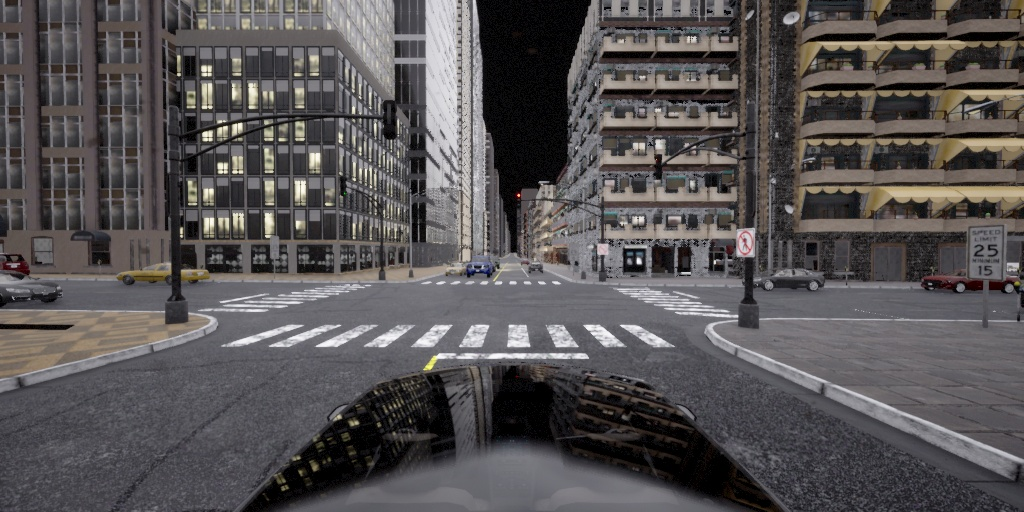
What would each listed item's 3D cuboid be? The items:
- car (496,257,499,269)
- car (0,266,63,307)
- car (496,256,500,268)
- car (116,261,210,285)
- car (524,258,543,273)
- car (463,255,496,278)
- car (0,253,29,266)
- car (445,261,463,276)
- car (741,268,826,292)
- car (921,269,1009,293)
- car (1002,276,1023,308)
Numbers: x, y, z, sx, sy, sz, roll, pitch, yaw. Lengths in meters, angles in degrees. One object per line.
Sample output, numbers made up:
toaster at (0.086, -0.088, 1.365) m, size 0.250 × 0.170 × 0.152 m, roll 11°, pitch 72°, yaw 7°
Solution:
car at (-3.024, 1.215, 44.829) m, size 1.882 × 1.535 × 5.008 m, roll 0°, pitch 0°, yaw 0°
car at (-20.267, 1.204, 13.938) m, size 4.403 × 1.370 × 2.007 m, roll 0°, pitch 0°, yaw 1°
car at (-3.004, 0.957, 55.385) m, size 2.150 × 2.045 × 5.566 m, roll 0°, pitch 0°, yaw 0°
car at (-21.634, 1.029, 22.274) m, size 4.829 × 1.417 × 1.751 m, roll 0°, pitch 0°, yaw 1°
car at (2.755, 1.289, 42.207) m, size 2.007 × 1.370 × 4.403 m, roll 0°, pitch 0°, yaw 0°
car at (-3.047, 0.962, 34.698) m, size 2.150 × 2.045 × 5.566 m, roll 0°, pitch 0°, yaw 0°
car at (-33.581, 0.712, 22.498) m, size 5.009 × 1.841 × 2.192 m, roll 0°, pitch 0°, yaw 1°
car at (-5.635, 1.265, 36.396) m, size 1.751 × 1.417 × 4.829 m, roll 0°, pitch 0°, yaw 0°
car at (16.340, 1.375, 21.714) m, size 4.403 × 1.370 × 2.007 m, roll 0°, pitch 0°, yaw 1°
car at (27.406, 1.462, 21.540) m, size 4.507 × 1.381 × 1.888 m, roll 0°, pitch 0°, yaw 1°
car at (21.734, 1.576, 13.249) m, size 4.313 × 1.339 × 1.948 m, roll 0°, pitch 0°, yaw 1°
